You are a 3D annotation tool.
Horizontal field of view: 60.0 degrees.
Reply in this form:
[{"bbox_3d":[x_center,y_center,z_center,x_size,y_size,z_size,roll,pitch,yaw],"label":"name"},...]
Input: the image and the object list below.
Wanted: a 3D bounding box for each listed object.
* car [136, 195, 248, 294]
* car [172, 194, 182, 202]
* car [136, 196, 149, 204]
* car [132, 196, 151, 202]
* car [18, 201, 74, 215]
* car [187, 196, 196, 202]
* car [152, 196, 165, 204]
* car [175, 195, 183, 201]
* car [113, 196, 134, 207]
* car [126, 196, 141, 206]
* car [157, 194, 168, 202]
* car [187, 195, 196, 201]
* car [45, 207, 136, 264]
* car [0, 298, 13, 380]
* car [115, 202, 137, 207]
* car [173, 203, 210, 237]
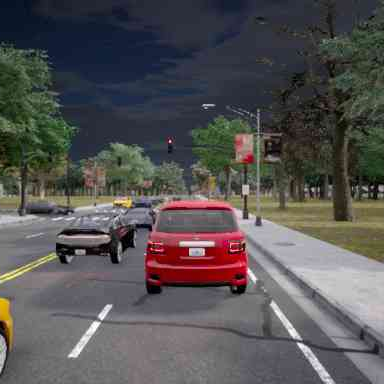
[{"bbox_3d":[0.089,1.223,8.933,2.150,2.045,5.566,0,0,0],"label":"car"},{"bbox_3d":[-3.362,1.414,76.731,2.097,1.767,4.553,0,0,0],"label":"car"},{"bbox_3d":[-9.869,1.550,66.758,1.837,1.490,4.892,0,0,0],"label":"car"},{"bbox_3d":[-6.665,1.622,46.018,1.895,1.301,4.718,0,0,0],"label":"car"},{"bbox_3d":[-13.721,1.550,31.356,5.357,1.411,2.033,0,0,18],"label":"car"},{"bbox_3d":[-0.112,1.598,76.349,2.033,1.411,5.357,0,0,0],"label":"car"},{"bbox_3d":[-6.629,1.591,66.017,2.033,1.411,5.357,0,0,0],"label":"car"},{"bbox_3d":[-3.378,1.549,86.790,1.895,1.301,4.718,0,0,0],"label":"car"},{"bbox_3d":[-9.907,1.500,47.460,1.882,1.535,5.008,0,0,0],"label":"car"},{"bbox_3d":[-9.915,1.537,56.759,1.837,1.490,4.892,0,0,0],"label":"car"},{"bbox_3d":[-6.611,1.399,75.987,2.097,1.767,4.553,0,0,0],"label":"car"},{"bbox_3d":[-0.128,1.479,86.764,2.128,1.511,4.902,0,0,0],"label":"car"},{"bbox_3d":[-3.165,1.494,11.844,2.128,1.511,4.902,0,0,0],"label":"car"},{"bbox_3d":[-3.153,1.478,2.135,1.882,1.535,5.008,0,0,0],"label":"car"},{"bbox_3d":[-3.180,1.570,20.507,1.994,1.385,4.181,0,0,0],"label":"car"},{"bbox_3d":[-0.027,1.483,19.250,1.882,1.535,5.008,0,0,0],"label":"car"}]
